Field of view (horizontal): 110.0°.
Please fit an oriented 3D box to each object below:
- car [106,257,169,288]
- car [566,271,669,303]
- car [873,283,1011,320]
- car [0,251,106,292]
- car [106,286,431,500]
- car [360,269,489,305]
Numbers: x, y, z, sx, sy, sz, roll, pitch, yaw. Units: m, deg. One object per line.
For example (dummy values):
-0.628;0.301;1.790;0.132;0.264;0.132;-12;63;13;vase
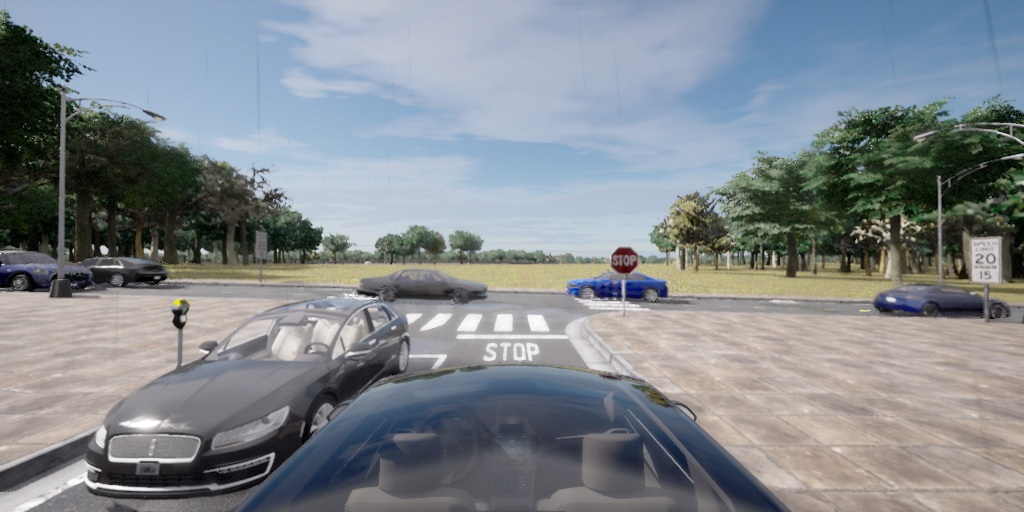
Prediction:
-20.422;0.787;18.214;4.892;1.490;1.837;2;-1;0;car
5.278;1.471;18.177;5.008;1.535;1.882;2;-1;0;car
18.089;1.886;15.215;4.181;1.385;1.994;2;-1;0;car
-20.930;0.583;15.268;4.553;1.767;2.097;2;-1;0;car
-2.634;1.309;4.775;2.007;1.370;4.403;0;0;0;car
-3.676;1.254;15.237;5.357;1.411;2.033;1;-1;0;car
